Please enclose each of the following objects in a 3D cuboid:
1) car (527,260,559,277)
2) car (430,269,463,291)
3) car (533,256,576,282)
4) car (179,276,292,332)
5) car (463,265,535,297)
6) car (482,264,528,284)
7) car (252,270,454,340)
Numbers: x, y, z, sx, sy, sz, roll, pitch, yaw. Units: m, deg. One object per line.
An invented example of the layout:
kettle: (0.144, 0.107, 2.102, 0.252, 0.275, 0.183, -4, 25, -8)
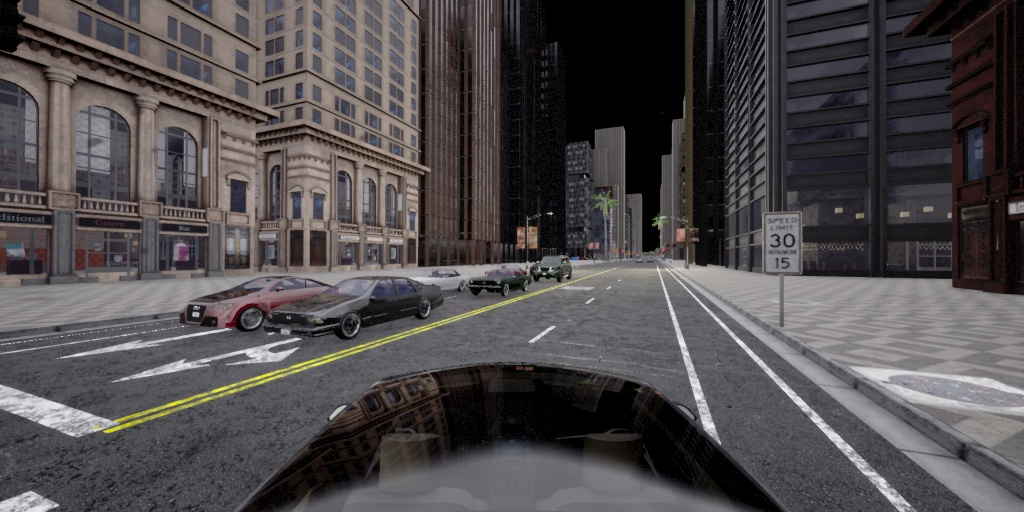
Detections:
car: (3.363, 1.250, 37.884, 1.882, 1.535, 5.008, 0, 0, 22)
car: (-4.110, 1.356, 19.152, 1.895, 1.301, 4.718, 0, 0, 22)
car: (3.419, 0.986, 29.305, 2.150, 2.045, 5.566, 0, 0, 21)
car: (-7.335, 1.316, 11.006, 1.994, 1.385, 4.181, 0, 0, 22)
car: (-0.528, 1.357, 19.364, 1.895, 1.301, 4.718, 0, 0, 22)
car: (-0.436, 1.364, 28.411, 1.895, 1.301, 4.718, 0, 0, 22)
car: (-4.064, 1.299, 10.450, 2.033, 1.411, 5.357, 0, 0, 22)
